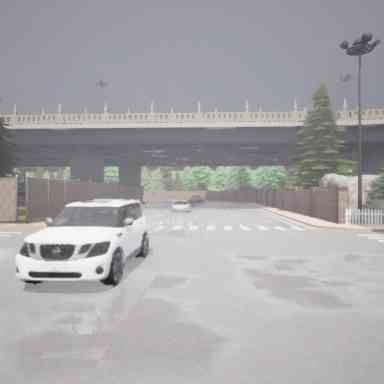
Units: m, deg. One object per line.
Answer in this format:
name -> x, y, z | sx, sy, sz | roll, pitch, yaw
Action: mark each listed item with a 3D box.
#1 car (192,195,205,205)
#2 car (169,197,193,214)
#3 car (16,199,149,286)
car -> 0.908, 1.347, 60.401 | 2.097, 1.767, 4.553 | 0, -1, -11
car -> -1.161, 1.589, 35.550 | 1.812, 1.442, 4.674 | 0, 1, 3
car -> -2.719, 1.247, 9.738 | 2.150, 2.045, 5.566 | 0, 0, 4
